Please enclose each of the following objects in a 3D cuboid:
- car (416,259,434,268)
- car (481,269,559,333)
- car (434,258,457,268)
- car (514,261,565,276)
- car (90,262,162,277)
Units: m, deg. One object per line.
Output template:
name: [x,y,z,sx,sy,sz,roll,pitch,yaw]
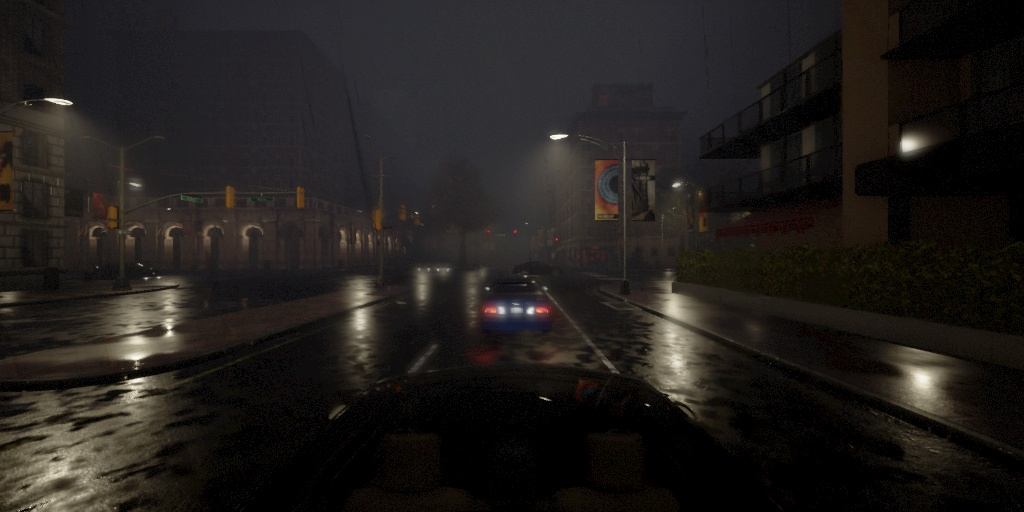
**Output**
car: [-14.529,1.228,61.766,1.882,1.535,5.008,0,0,1]
car: [0.144,1.297,10.749,2.033,1.411,5.357,0,0,1]
car: [-11.062,1.102,59.697,2.097,1.767,4.553,0,0,1]
car: [2.567,1.227,34.425,5.008,1.535,1.882,0,0,0]
car: [-37.192,1.297,34.567,5.357,1.411,2.033,0,0,0]
